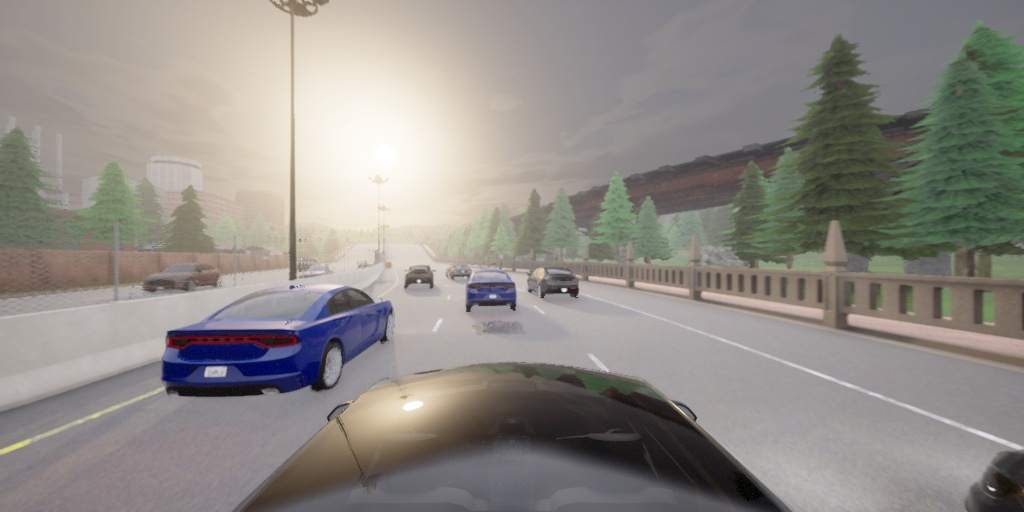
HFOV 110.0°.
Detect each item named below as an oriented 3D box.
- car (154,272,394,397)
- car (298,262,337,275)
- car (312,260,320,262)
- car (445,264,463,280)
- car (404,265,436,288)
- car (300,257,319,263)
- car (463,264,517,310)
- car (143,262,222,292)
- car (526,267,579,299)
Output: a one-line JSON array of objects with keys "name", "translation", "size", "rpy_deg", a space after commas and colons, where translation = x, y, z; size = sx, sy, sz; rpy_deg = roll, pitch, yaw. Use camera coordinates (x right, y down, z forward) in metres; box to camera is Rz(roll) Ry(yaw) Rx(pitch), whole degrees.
[{"name": "car", "translation": [-3.713, 1.255, 6.809], "size": [1.882, 1.535, 5.008], "rpy_deg": [0, 0, -3]}, {"name": "car", "translation": [-14.255, 1.394, 26.672], "size": [1.812, 1.442, 4.674], "rpy_deg": [0, 0, -16]}, {"name": "car", "translation": [-24.825, 1.528, 47.847], "size": [1.994, 1.385, 4.181], "rpy_deg": [0, 0, -18]}, {"name": "car", "translation": [-4.908, 1.397, 32.824], "size": [2.033, 1.411, 5.357], "rpy_deg": [0, 0, -17]}, {"name": "car", "translation": [-6.431, 1.340, 24.970], "size": [1.837, 1.490, 4.892], "rpy_deg": [0, 0, -13]}, {"name": "car", "translation": [-30.697, 1.214, 54.483], "size": [2.150, 2.045, 5.566], "rpy_deg": [0, 1, -19]}, {"name": "car", "translation": [-0.990, 1.266, 14.955], "size": [1.882, 1.535, 5.008], "rpy_deg": [0, 0, -7]}, {"name": "car", "translation": [-20.381, 1.231, 22.424], "size": [2.097, 1.767, 4.553], "rpy_deg": [0, 0, -14]}, {"name": "car", "translation": [1.989, 1.292, 18.590], "size": [1.837, 1.490, 4.892], "rpy_deg": [0, 0, -9]}]
